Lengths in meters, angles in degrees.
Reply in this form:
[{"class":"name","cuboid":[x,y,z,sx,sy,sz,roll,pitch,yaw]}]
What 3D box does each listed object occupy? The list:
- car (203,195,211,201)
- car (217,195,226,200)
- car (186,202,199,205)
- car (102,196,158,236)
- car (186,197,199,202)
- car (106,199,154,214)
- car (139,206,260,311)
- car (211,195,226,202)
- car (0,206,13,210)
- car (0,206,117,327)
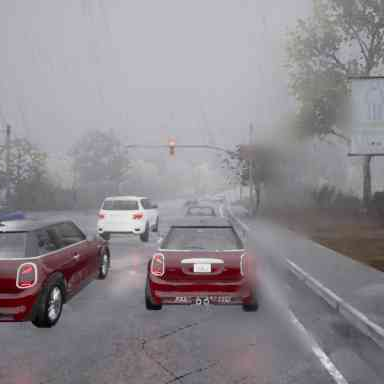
[{"class":"car","cuboid":[4.122,1.478,85.698,1.882,1.535,5.008,0,0,10]},{"class":"car","cuboid":[7.661,1.392,85.628,1.812,1.442,4.674,0,0,10]},{"class":"car","cuboid":[0.466,1.491,17.156,2.128,1.511,4.902,0,0,2]},{"class":"car","cuboid":[-3.052,1.221,16.879,2.150,2.045,5.566,0,0,2]},{"class":"car","cuboid":[0.048,1.547,57.210,2.033,1.411,5.357,0,0,7]},{"class":"car","cuboid":[-6.542,1.505,35.042,4.892,1.490,1.837,0,1,-13]},{"class":"car","cuboid":[0.216,1.352,7.949,2.097,1.767,4.553,0,0,1]},{"class":"car","cuboid":[5.973,1.590,75.535,1.895,1.301,4.718,0,0,9]},{"class":"car","cuboid":[-10.673,1.477,17.603,1.882,1.535,5.008,0,0,-3]},{"class":"car","cuboid":[-3.293,1.352,7.202,2.097,1.767,4.553,0,0,1]}]
